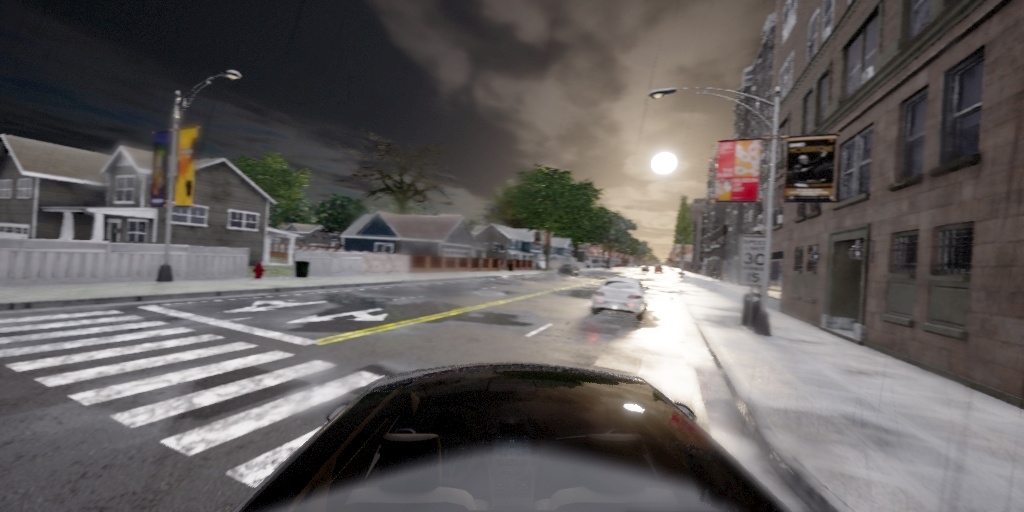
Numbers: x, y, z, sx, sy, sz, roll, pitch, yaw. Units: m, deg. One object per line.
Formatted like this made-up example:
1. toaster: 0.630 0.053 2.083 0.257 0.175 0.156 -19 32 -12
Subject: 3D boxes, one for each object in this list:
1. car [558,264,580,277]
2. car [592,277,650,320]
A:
1. car: 7.350 1.756 46.067 1.882 1.535 5.008 4 0 23
2. car: 4.465 1.578 14.458 1.812 1.442 4.674 4 0 23
